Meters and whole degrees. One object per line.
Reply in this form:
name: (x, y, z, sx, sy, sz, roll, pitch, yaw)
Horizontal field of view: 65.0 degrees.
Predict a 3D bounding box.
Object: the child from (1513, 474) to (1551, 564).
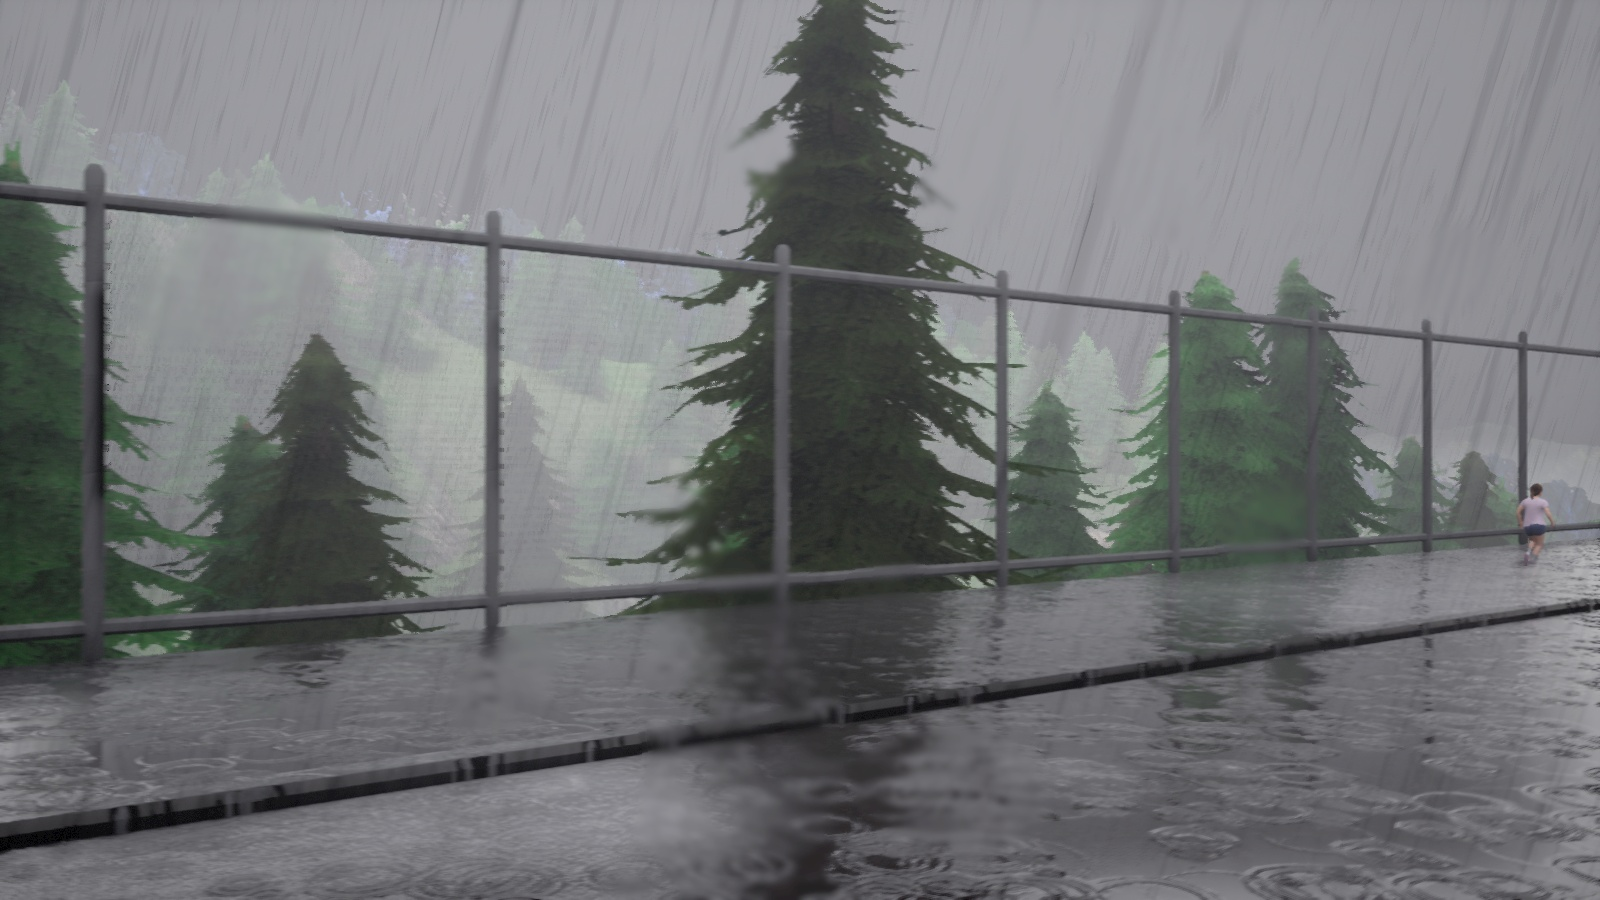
child: (9.185, 0.854, 15.756, 0.394, 1.110, 0.255, 0, 0, -34)
